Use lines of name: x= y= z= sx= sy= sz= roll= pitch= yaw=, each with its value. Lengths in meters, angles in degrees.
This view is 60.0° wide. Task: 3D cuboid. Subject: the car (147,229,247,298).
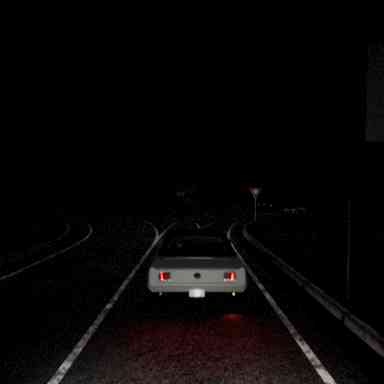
car: x=0.111 y=1.589 z=8.408 sx=1.895 sy=1.301 sz=4.718 roll=0 pitch=0 yaw=0

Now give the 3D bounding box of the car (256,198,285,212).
car: x=8.520 y=1.332 z=35.754 sx=2.033 sy=1.411 sz=5.357 roll=1 pitch=1 yaw=29
